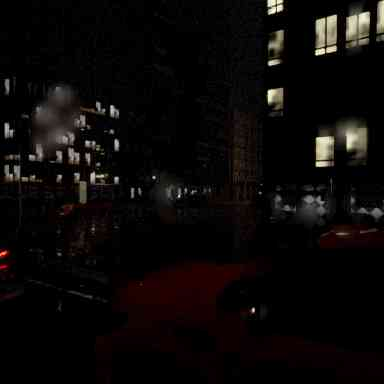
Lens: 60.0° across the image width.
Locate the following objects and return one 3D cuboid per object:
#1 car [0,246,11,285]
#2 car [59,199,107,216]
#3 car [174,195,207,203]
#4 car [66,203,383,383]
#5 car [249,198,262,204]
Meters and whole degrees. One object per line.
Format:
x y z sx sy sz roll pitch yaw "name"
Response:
-6.195 1.522 8.086 4.674 1.442 1.812 0 0 35 "car"
-10.372 1.427 31.881 2.097 1.767 4.553 1 0 37 "car"
-0.124 1.374 45.653 2.150 2.045 5.566 1 0 37 "car"
1.707 1.222 2.468 5.566 2.045 2.150 0 0 35 "car"
11.548 1.793 56.003 2.033 1.411 5.357 1 0 37 "car"
